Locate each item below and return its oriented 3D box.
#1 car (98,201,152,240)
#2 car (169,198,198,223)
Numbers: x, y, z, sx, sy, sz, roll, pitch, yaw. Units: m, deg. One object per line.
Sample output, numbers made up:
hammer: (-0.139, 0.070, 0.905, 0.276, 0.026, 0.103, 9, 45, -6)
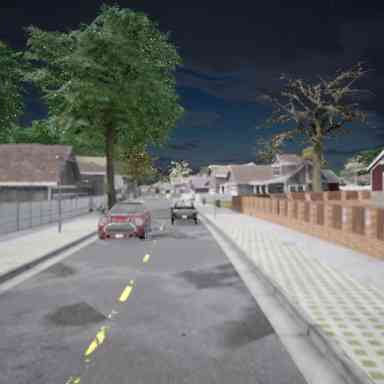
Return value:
car: (-3.207, 1.301, 16.595, 2.097, 1.767, 4.553, 0, 0, -2)
car: (-0.620, 1.414, 24.358, 2.128, 1.511, 4.902, 0, 0, -3)
